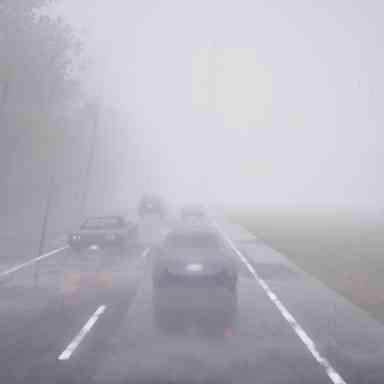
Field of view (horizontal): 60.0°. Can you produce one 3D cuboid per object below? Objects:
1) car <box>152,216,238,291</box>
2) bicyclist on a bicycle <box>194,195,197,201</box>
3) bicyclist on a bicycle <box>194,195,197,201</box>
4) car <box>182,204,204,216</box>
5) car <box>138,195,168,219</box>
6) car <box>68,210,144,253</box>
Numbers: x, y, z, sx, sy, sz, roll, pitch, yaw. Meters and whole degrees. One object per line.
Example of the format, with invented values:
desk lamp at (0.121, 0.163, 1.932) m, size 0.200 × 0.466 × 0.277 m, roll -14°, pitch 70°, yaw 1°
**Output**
car at (0.073, 1.590, 9.129) m, size 1.994 × 1.385 × 4.181 m, roll 0°, pitch 0°, yaw 0°
bicyclist on a bicycle at (0.950, 1.625, 89.290) m, size 0.659 × 1.776 × 1.843 m, roll 0°, pitch 0°, yaw 0°
bicyclist on a bicycle at (0.953, 1.683, 80.294) m, size 0.582 × 1.620 × 1.656 m, roll 0°, pitch 0°, yaw 0°
car at (0.089, 1.683, 29.059) m, size 1.895 × 1.301 × 4.718 m, roll 0°, pitch 0°, yaw 0°
car at (-3.410, 1.306, 29.836) m, size 2.150 × 2.045 × 5.566 m, roll 0°, pitch 0°, yaw 0°
car at (-3.410, 1.640, 13.837) m, size 1.895 × 1.301 × 4.718 m, roll 0°, pitch 0°, yaw 0°
